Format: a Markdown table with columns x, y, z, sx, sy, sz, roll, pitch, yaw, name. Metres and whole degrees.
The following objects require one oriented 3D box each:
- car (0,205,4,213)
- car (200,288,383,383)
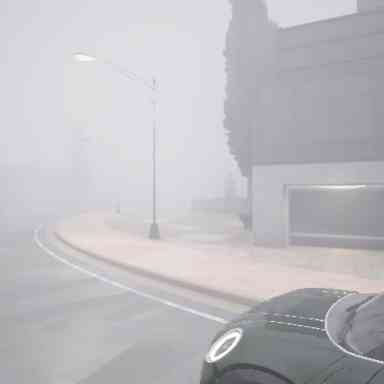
| x | y | z | sx | sy | sz | roll | pitch | yaw | name |
| --- | --- | --- | --- | --- | --- | --- | --- | --- | --- |
| -20.768 | 1.695 | 32.864 | 2.033 | 1.411 | 5.357 | 0 | 0 | -1 | car |
| 2.269 | 1.355 | 2.472 | 4.553 | 1.767 | 2.097 | 0 | 0 | 36 | car |
